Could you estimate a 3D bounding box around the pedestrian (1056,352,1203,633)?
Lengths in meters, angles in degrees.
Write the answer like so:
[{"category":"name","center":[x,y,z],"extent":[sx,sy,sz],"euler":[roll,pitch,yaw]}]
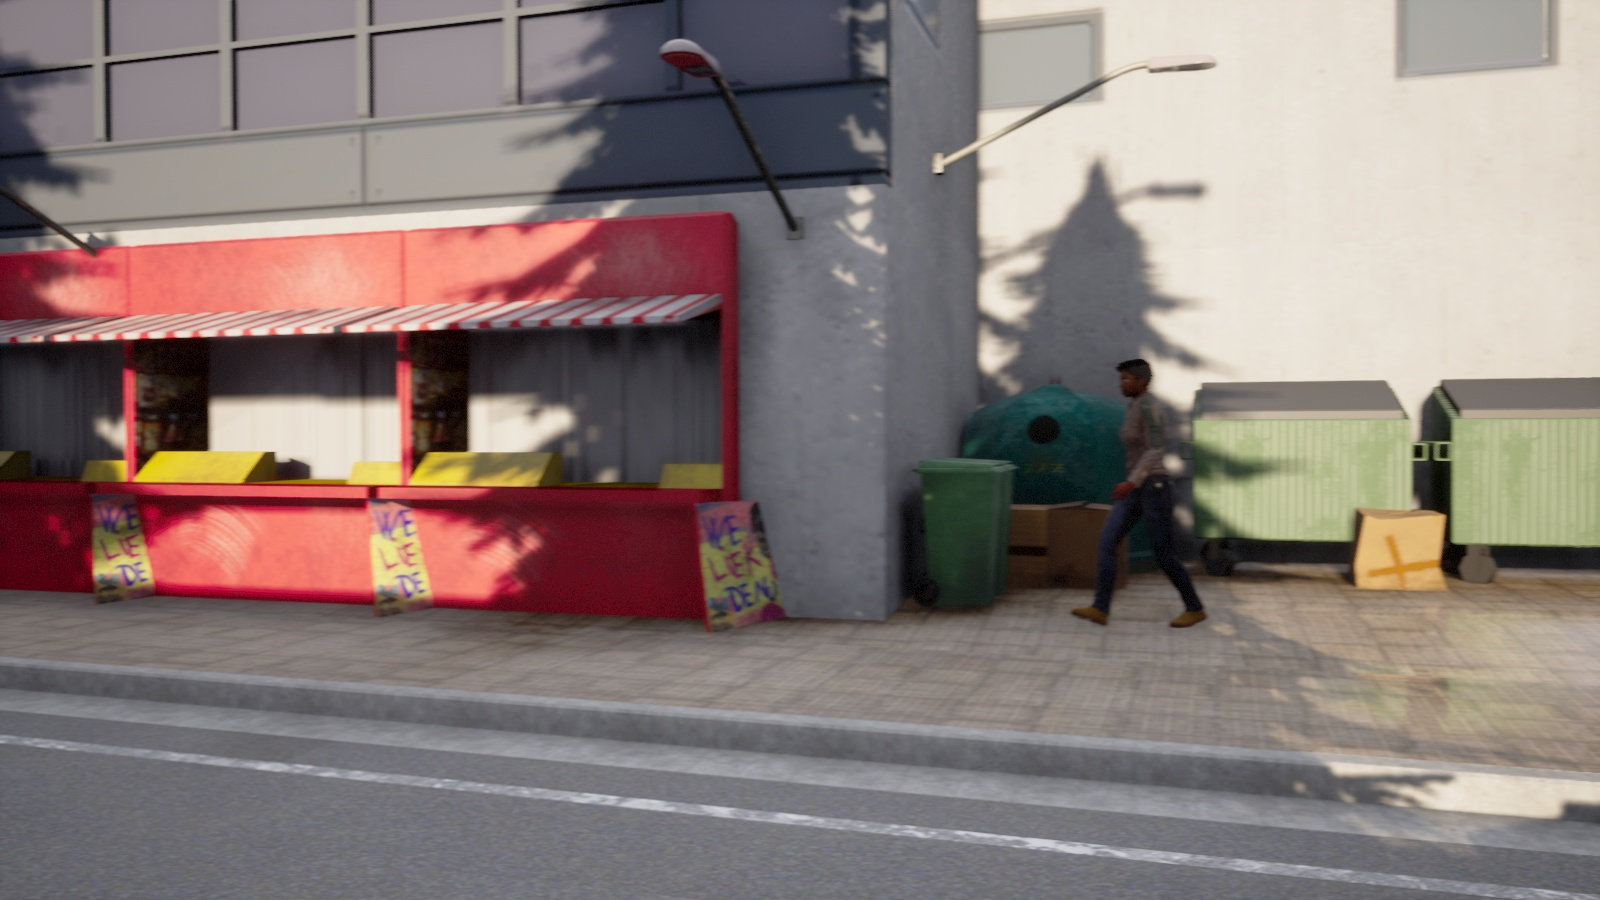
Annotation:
[{"category":"pedestrian","center":[2.169,0.274,8.294],"extent":[0.869,1.805,0.328],"euler":[0,1,-7]}]
